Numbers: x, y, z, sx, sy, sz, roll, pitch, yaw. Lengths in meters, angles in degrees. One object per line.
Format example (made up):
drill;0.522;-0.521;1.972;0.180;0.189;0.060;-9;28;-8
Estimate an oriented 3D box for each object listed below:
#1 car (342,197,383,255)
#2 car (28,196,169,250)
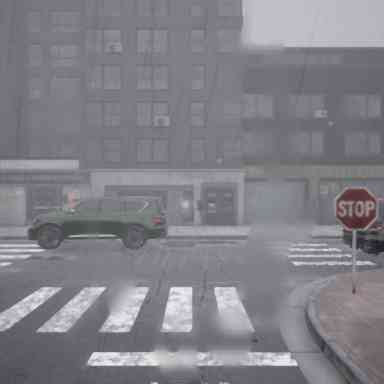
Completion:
car;7.902;1.199;10.905;5.566;2.045;2.150;0;0;0
car;-3.745;1.215;13.858;5.566;2.045;2.150;0;0;0
